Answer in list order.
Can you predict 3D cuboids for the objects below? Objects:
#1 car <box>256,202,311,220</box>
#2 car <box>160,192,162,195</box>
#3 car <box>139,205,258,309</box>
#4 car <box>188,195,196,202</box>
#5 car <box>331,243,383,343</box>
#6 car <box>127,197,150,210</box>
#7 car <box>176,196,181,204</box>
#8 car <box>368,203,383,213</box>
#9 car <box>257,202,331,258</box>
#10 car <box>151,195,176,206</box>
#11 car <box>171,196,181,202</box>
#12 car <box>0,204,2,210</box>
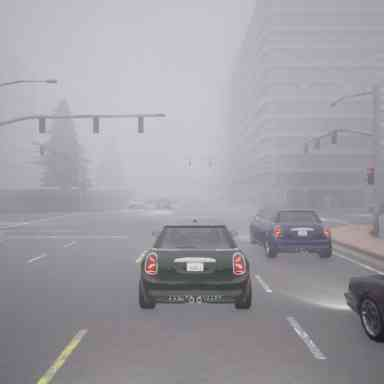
[{"bbox_3d":[7.436,1.528,27.366,4.181,1.385,1.994,0,1,14],"label":"car"},{"bbox_3d":[-7.033,1.355,74.038,2.097,1.767,4.553,0,0,0],"label":"car"},{"bbox_3d":[0.067,1.352,8.029,2.097,1.767,4.553,0,0,0],"label":"car"},{"bbox_3d":[-0.032,1.525,76.731,2.128,1.511,4.902,0,0,0],"label":"car"},{"bbox_3d":[3.597,1.547,3.394,2.033,1.411,5.357,0,0,0],"label":"car"},{"bbox_3d":[-7.144,1.526,43.596,1.812,1.442,4.674,0,0,1],"label":"car"},{"bbox_3d":[-3.603,1.491,59.358,2.128,1.511,4.902,0,0,0],"label":"car"},{"bbox_3d":[19.922,1.492,32.505,5.357,1.411,2.033,0,0,-18],"label":"car"},{"bbox_3d":[3.581,1.352,12.869,2.097,1.767,4.553,0,0,0],"label":"car"},{"bbox_3d":[-3.619,1.492,42.661,2.128,1.511,4.902,0,0,0],"label":"car"},{"bbox_3d":[-3.533,1.553,74.286,1.994,1.385,4.181,0,0,0],"label":"car"},{"bbox_3d":[-21.975,1.449,33.716,4.892,1.490,1.837,0,0,0],"label":"car"}]
